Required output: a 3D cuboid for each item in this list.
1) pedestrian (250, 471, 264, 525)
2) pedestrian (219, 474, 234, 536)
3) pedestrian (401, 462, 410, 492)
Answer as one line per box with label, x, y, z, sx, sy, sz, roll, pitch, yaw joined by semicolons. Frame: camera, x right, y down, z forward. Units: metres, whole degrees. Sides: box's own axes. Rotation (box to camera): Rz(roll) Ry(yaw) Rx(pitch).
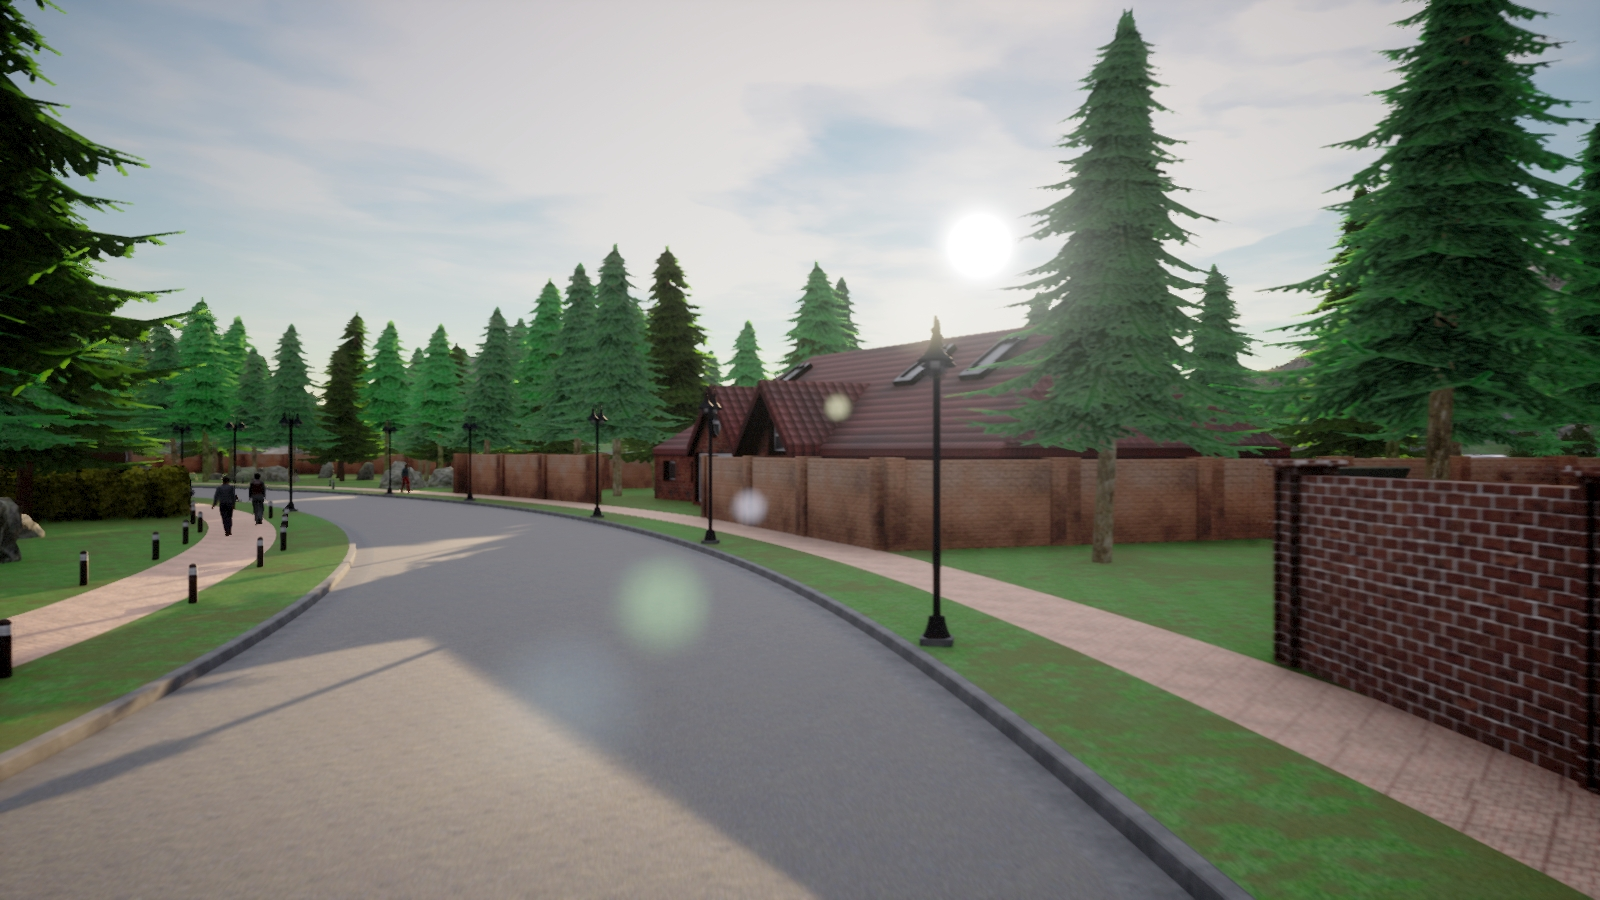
pedestrian;-18.954;1.671;39.876;0.375;1.860;0.375;0;0;-18
pedestrian;-17.465;1.670;34.798;0.375;1.860;0.375;0;0;-25
pedestrian;-24.592;1.678;71.248;0.375;1.860;0.375;0;0;35
